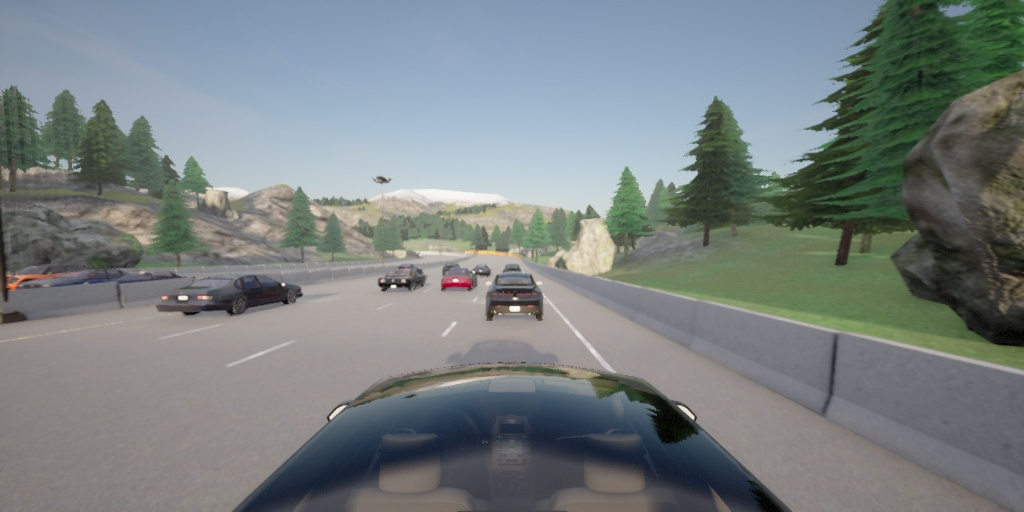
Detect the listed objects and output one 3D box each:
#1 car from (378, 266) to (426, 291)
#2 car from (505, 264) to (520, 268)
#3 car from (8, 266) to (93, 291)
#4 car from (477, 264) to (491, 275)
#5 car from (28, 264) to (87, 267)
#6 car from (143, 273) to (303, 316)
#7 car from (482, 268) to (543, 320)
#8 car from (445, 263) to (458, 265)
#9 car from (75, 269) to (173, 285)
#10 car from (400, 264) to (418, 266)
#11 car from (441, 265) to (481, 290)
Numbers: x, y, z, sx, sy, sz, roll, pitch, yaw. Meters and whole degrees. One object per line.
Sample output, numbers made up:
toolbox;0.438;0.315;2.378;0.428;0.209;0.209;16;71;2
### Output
car;-6.938;1.516;23.210;1.895;1.301;4.718;0;0;0
car;0.041;1.502;34.603;1.837;1.490;4.892;0;0;0
car;-24.538;1.456;20.938;2.033;1.411;5.357;0;0;0
car;-3.472;1.616;41.560;1.994;1.385;4.181;0;0;0
car;-28.034;1.319;21.483;2.097;1.767;4.553;0;0;0
car;-10.420;1.394;13.856;2.033;1.411;5.357;0;0;0
car;0.081;1.339;13.068;1.837;1.490;4.892;0;0;0
car;-6.973;1.563;42.181;1.837;1.490;4.892;0;-1;0
car;-21.041;1.504;20.492;1.895;1.301;4.718;0;0;0
car;-10.463;1.511;36.652;2.128;1.511;4.902;0;0;0
car;-3.439;1.482;23.904;1.994;1.385;4.181;0;0;0
